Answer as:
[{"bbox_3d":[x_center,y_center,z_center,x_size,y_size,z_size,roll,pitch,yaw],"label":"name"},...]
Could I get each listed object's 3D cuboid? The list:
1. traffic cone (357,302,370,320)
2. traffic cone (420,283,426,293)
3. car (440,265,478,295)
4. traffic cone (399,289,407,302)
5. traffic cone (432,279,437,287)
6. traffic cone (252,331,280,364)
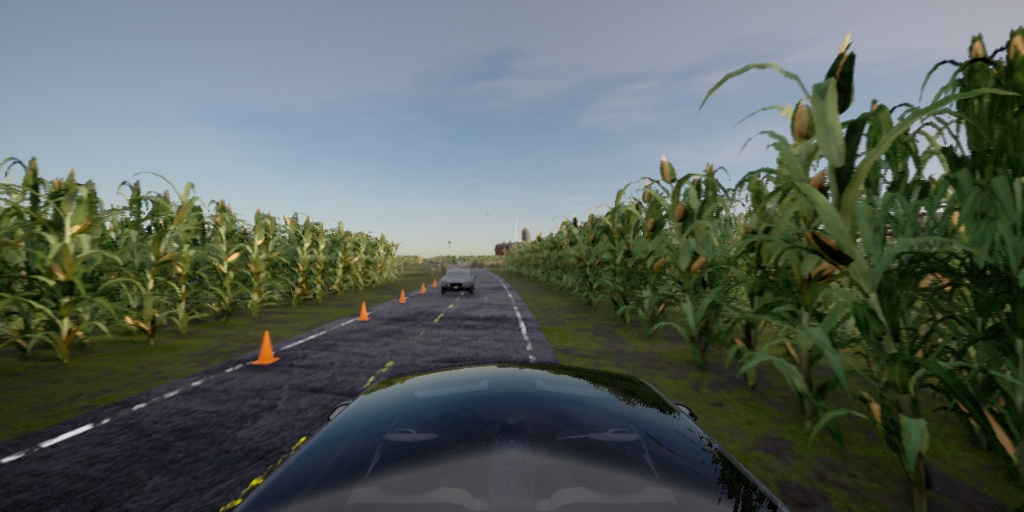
[{"bbox_3d":[-4.960,1.823,11.987,0.340,0.580,0.340,0,0,-2],"label":"traffic cone"},{"bbox_3d":[-5.439,1.933,21.918,0.340,0.580,0.340,0,0,-3],"label":"traffic cone"},{"bbox_3d":[-3.182,1.480,21.842,1.837,1.490,4.892,0,-1,-3],"label":"car"},{"bbox_3d":[-5.171,1.878,16.954,0.340,0.580,0.340,0,0,-3],"label":"traffic cone"},{"bbox_3d":[-5.764,1.987,26.879,0.340,0.580,0.340,0,0,-4],"label":"traffic cone"},{"bbox_3d":[-4.806,1.768,7.018,0.340,0.580,0.340,0,0,-1],"label":"traffic cone"}]
